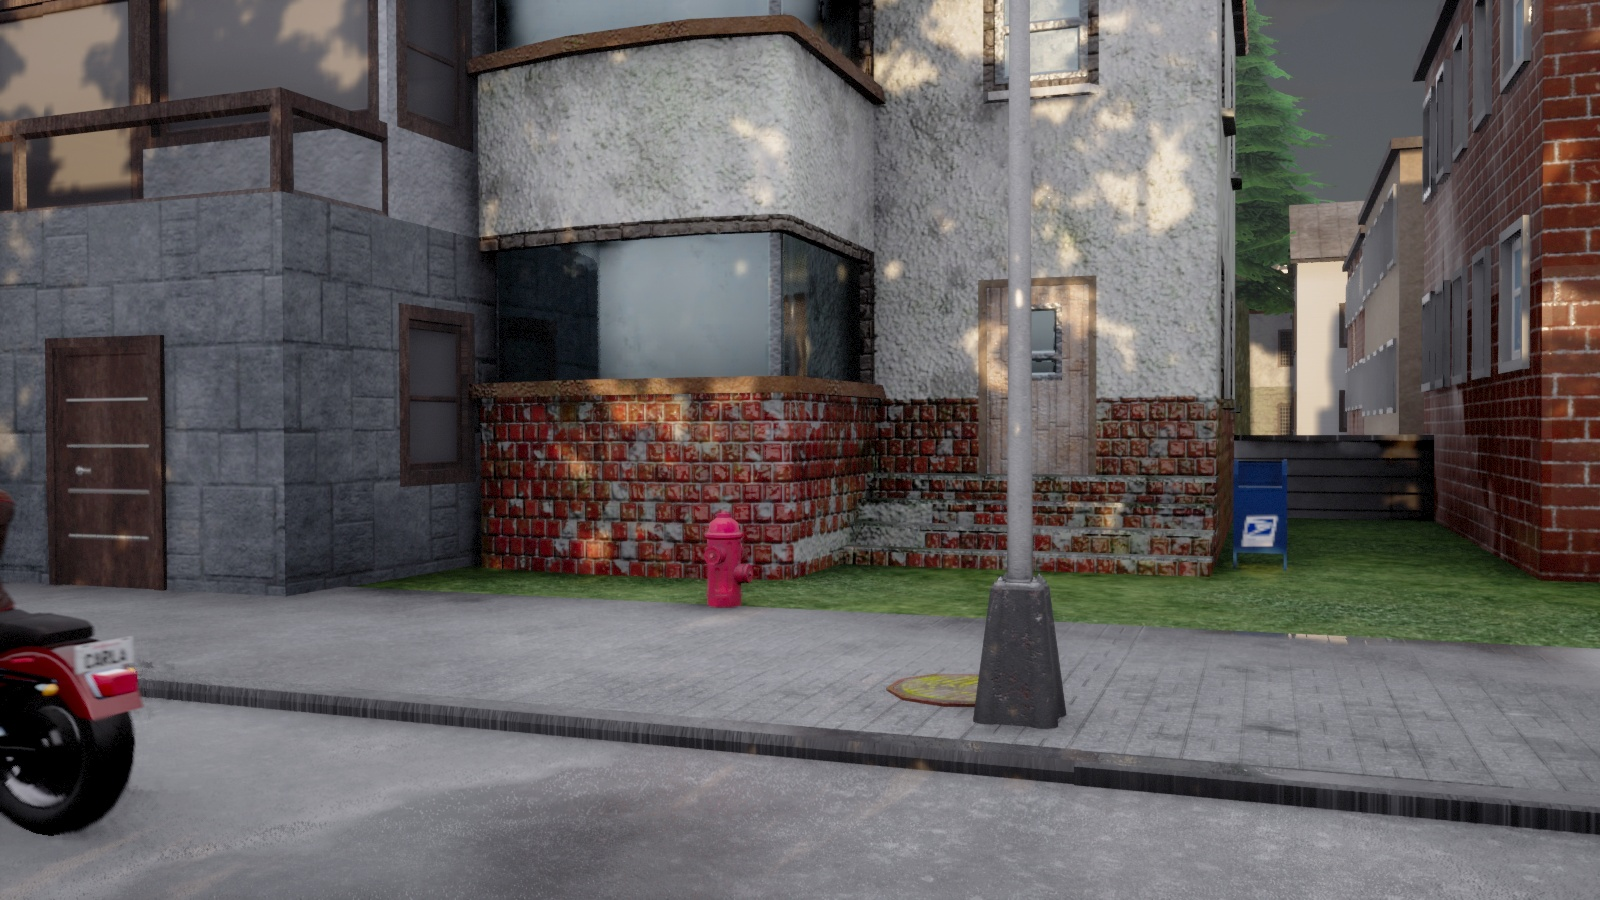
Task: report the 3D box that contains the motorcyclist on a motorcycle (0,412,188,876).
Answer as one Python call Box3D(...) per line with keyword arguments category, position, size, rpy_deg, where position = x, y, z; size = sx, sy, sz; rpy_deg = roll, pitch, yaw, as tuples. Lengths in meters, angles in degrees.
Box3D(category="motorcyclist on a motorcycle", position=(-3.761, 0.679, 5.232), size=(2.350, 1.649, 0.766), rpy_deg=(0, 1, 21))
